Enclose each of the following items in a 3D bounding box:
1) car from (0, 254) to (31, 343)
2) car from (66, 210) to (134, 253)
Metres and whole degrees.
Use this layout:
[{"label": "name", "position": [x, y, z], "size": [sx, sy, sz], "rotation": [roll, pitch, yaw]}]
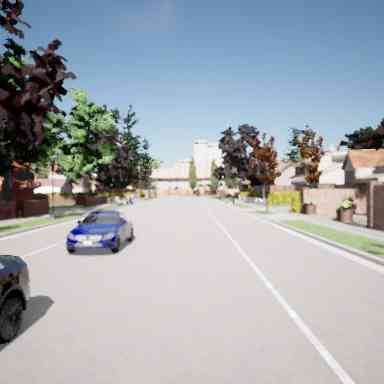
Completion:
[{"label": "car", "position": [-3.596, 1.484, 3.593], "size": [2.128, 1.511, 4.902], "rotation": [0, 0, 0]}, {"label": "car", "position": [-3.576, 1.495, 13.720], "size": [1.812, 1.442, 4.674], "rotation": [0, 0, 0]}]
